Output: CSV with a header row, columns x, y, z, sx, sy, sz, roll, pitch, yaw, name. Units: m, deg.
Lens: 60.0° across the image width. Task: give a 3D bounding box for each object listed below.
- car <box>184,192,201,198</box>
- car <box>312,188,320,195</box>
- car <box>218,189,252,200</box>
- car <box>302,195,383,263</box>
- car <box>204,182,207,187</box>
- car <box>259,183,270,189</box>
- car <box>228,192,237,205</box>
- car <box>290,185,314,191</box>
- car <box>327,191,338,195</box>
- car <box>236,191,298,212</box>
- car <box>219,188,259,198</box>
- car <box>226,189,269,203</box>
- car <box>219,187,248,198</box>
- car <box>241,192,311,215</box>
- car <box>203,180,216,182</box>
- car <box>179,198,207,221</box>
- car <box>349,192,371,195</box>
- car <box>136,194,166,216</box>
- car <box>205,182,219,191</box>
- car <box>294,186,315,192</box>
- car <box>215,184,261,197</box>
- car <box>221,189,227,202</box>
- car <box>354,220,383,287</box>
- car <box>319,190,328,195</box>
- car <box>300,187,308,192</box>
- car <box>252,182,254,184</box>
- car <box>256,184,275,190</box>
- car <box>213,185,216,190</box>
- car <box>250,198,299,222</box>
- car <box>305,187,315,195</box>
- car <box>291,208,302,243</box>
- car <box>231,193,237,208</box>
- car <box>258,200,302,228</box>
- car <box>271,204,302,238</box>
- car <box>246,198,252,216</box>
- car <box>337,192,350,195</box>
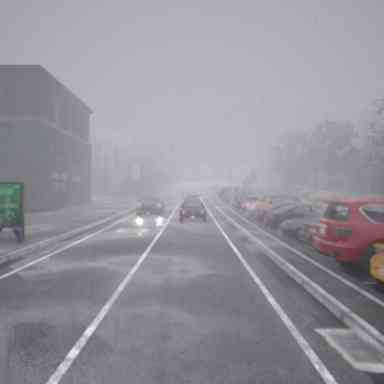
x,y,z,sx,sy,sz,roll,pitch,yaw,name
0.026,0.790,41.224,2.128,1.511,4.902,0,2,0,car
19.862,0.612,45.696,5.366,1.575,1.946,0,3,0,car
6.627,0.350,51.300,5.008,1.535,2.097,0,3,0,car
6.396,1.208,9.507,5.566,2.045,2.435,0,0,0,car
6.606,-1.394,92.207,5.008,1.535,2.097,0,4,0,car
19.645,-1.052,86.722,5.008,1.535,2.097,0,4,0,car
6.497,1.062,34.583,4.792,1.488,2.163,0,2,0,car
19.751,0.074,56.969,4.674,1.452,2.002,0,3,0,car
19.637,0.836,40.255,5.008,1.535,2.097,0,2,0,car
6.522,1.061,29.006,4.553,1.767,2.185,0,1,0,car
6.590,0.621,45.723,4.892,1.521,2.231,0,2,0,car
6.513,0.818,37.364,4.553,1.767,2.185,0,2,0,car
6.681,0.077,54.068,4.553,1.767,2.185,0,3,0,car
6.504,1.123,26.226,4.553,1.767,2.185,0,1,0,car
6.644,-1.821,94.961,5.566,2.045,2.435,0,4,0,car
0.072,1.337,24.373,1.895,1.301,4.718,0,1,0,car
19.600,1.030,34.550,4.892,1.521,2.231,0,2,0,car
-3.375,1.015,27.855,2.097,1.767,4.553,0,1,0,car
6.556,-1.188,89.438,4.792,1.488,2.163,0,4,0,car
19.733,0.229,54.188,4.674,1.452,2.002,0,3,0,car
6.643,0.239,48.497,5.566,2.045,2.435,0,3,0,car
6.550,0.768,42.948,4.792,1.488,2.163,0,2,0,car
6.344,1.477,6.726,5.008,1.535,2.097,0,0,0,car
19.631,0.759,43.045,4.792,1.488,2.163,0,2,0,car
19.741,0.375,51.280,4.792,1.488,2.163,0,3,0,car
19.651,-1.366,92.130,4.792,1.488,2.163,0,4,0,car
19.697,-1.353,89.479,4.553,1.767,2.185,0,4,0,car
6.656,-0.080,59.638,4.792,1.488,2.163,0,3,0,car
6.432,1.350,20.654,5.008,1.535,2.097,0,1,0,car
19.880,0.482,48.488,5.366,1.575,1.946,0,3,0,car
6.382,1.481,12.292,4.674,1.452,2.002,0,0,0,car
6.538,1.143,31.796,4.792,1.488,2.163,0,1,0,car
6.415,1.389,17.865,5.008,1.535,2.097,0,1,0,car
6.373,1.449,15.078,4.792,1.488,2.163,0,0,0,car
6.458,1.344,23.443,4.674,1.452,2.002,0,1,0,car
19.619,0.935,37.467,5.008,1.535,2.097,0,2,0,car
